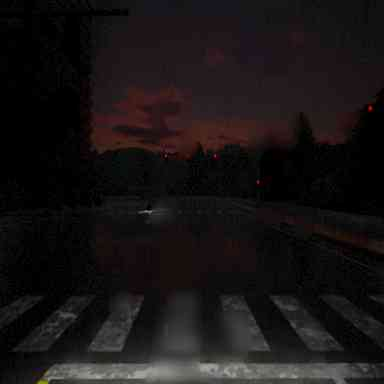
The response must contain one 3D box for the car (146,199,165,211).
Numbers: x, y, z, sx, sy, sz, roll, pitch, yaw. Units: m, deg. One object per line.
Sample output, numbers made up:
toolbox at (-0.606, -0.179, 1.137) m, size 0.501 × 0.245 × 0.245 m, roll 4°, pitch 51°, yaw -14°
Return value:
car at (-4.288, 1.513, 39.479) m, size 1.994 × 1.385 × 4.181 m, roll 0°, pitch 0°, yaw -2°
